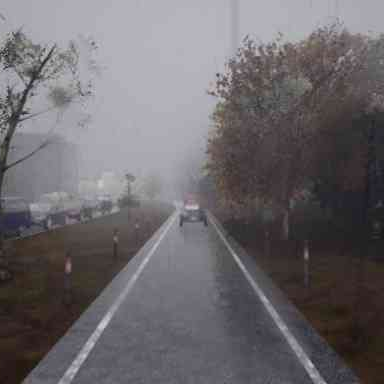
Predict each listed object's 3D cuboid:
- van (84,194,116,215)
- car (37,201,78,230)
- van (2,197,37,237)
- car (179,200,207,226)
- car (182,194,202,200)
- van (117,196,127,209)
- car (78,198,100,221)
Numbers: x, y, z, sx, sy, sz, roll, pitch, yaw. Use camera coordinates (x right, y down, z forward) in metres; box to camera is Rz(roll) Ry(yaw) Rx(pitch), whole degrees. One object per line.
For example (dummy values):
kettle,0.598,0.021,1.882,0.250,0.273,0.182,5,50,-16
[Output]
van,-9.083,1.185,32.485,1.878,1.987,4.442,0,-1,-2
car,-9.069,1.407,20.462,2.231,1.521,4.892,0,-1,-2
van,-9.069,1.201,14.777,1.878,1.987,4.442,0,0,2
car,0.102,1.509,23.284,1.812,1.442,4.674,0,0,0
car,0.009,1.204,40.891,2.150,2.045,5.566,0,0,-1
van,-9.247,1.186,42.436,1.878,1.987,4.442,0,-1,-2
car,-9.074,1.439,25.973,2.163,1.488,4.792,0,-1,-2
